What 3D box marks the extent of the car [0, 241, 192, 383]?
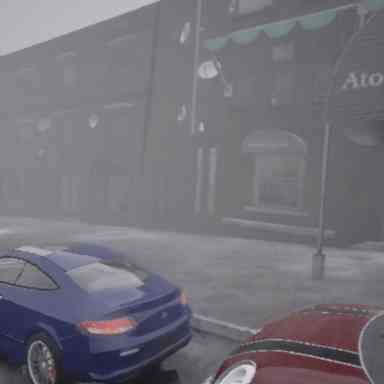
[{"bbox_3d":[-2.152,1.487,5.066,4.674,1.452,2.002,1,0,35],"label":"car"}]
